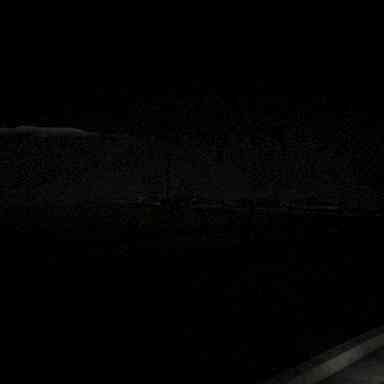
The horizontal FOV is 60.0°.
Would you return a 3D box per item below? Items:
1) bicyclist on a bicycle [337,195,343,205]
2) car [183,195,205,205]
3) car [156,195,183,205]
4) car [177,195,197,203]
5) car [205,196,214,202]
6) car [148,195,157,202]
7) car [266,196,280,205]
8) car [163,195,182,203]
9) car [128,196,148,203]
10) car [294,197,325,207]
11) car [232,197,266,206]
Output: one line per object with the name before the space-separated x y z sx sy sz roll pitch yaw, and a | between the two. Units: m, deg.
bicyclist on a bicycle | 23.074 1.302 51.786 1.656 1.620 0.582 0 0 -35
car | -0.232 1.526 59.887 1.812 1.442 4.674 0 0 -35
car | -3.984 1.563 59.126 1.994 1.385 4.181 0 0 -35
car | -1.100 1.501 73.150 1.837 1.490 4.892 0 0 -35
car | 2.703 1.595 73.815 1.895 1.301 4.718 0 0 -35
car | -8.913 1.500 72.104 1.837 1.490 4.892 0 0 -35
car | 12.149 1.505 54.357 1.837 1.490 4.892 0 0 -35
car | -4.254 1.503 71.591 1.837 1.490 4.892 0 0 -35
car | -11.765 1.478 70.192 1.882 1.535 5.008 0 0 -35
car | 18.204 1.491 51.763 2.128 1.511 4.902 0 0 -35
car | 8.698 1.547 53.215 2.033 1.411 5.357 0 0 -35
